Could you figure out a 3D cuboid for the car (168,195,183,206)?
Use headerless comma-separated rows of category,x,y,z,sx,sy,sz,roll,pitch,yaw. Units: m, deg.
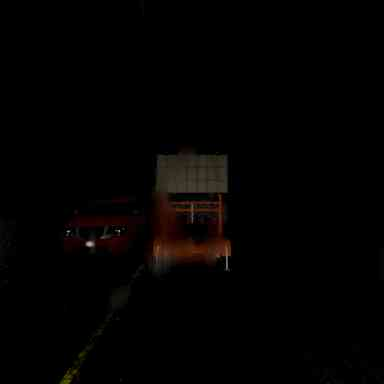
car,-3.037,1.542,56.568,2.128,1.511,4.902,0,0,0

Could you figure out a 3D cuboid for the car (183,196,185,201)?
car,-2.920,1.688,90.747,1.837,1.490,4.892,0,-1,0

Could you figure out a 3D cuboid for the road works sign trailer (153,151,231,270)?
road works sign trailer,0.008,0.465,10.955,2.380,3.560,2.880,0,0,0

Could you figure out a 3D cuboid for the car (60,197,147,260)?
car,-3.091,1.223,12.852,2.150,2.045,5.566,0,0,0
